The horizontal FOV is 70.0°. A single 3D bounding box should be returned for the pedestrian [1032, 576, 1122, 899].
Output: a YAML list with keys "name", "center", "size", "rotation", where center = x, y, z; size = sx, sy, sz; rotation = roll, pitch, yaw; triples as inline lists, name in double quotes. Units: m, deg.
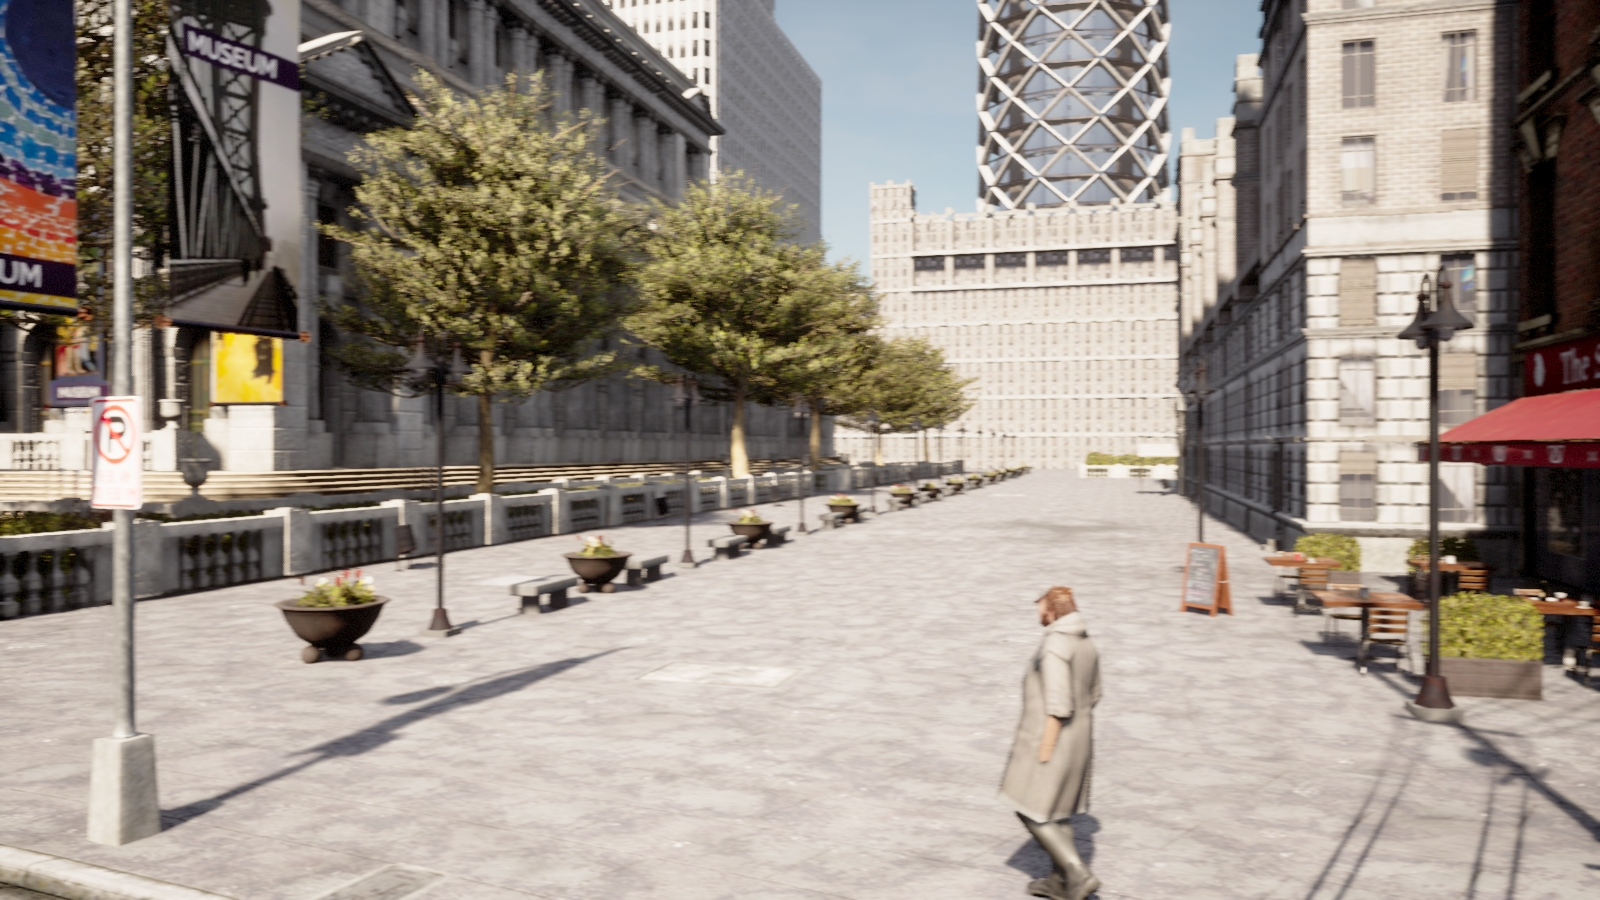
- name: "pedestrian"
  center: [1.601, 1.688, 6.600]
  size: [0.375, 1.860, 0.375]
  rotation: [0, 0, 42]
